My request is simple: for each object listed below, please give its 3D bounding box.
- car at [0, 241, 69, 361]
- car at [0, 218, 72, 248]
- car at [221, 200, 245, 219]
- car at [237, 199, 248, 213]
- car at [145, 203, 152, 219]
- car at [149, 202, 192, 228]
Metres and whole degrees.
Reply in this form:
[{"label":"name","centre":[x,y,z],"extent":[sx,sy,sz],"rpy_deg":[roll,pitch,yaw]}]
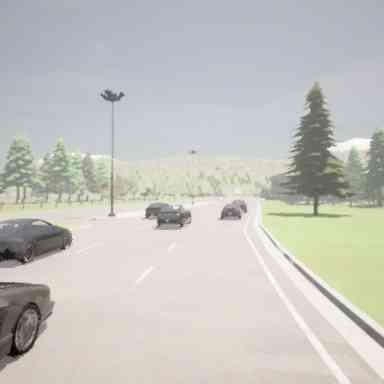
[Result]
[{"label":"car","centre":[-3.266,1.572,3.090],"extent":[2.033,1.411,5.357],"rpy_deg":[0,-1,2]},{"label":"car","centre":[-6.137,1.667,12.359],"extent":[1.994,1.385,4.181],"rpy_deg":[0,-1,5]},{"label":"car","centre":[3.845,1.815,31.988],"extent":[1.812,1.442,4.674],"rpy_deg":[0,0,11]},{"label":"car","centre":[6.061,1.740,42.842],"extent":[2.097,1.767,4.553],"rpy_deg":[0,-1,12]},{"label":"car","centre":[-3.141,1.792,32.739],"extent":[1.837,1.490,4.892],"rpy_deg":[0,-1,11]},{"label":"car","centre":[-1.190,1.706,24.220],"extent":[2.128,1.511,4.902],"rpy_deg":[0,-1,10]}]
